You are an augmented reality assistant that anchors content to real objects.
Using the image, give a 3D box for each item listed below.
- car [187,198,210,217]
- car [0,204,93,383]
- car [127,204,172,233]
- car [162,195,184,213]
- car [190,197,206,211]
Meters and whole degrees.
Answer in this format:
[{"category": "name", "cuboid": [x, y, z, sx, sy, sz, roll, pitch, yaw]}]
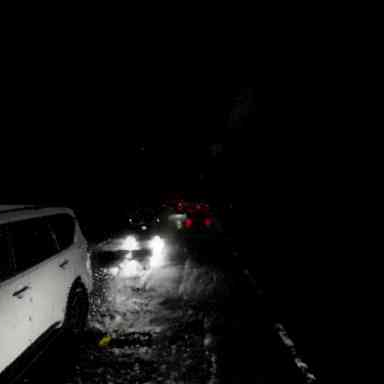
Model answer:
[{"category": "car", "cuboid": [0.608, 1.347, 31.451, 2.097, 1.767, 4.553, 0, 0, 2]}, {"category": "car", "cuboid": [-2.791, 1.214, 3.526, 2.150, 2.045, 5.566, 0, 0, 1]}, {"category": "car", "cuboid": [-2.501, 1.591, 19.787, 1.895, 1.301, 4.718, 0, 0, 1]}, {"category": "car", "cuboid": [-2.084, 1.314, 37.135, 2.150, 2.045, 5.566, 0, 0, 1]}, {"category": "car", "cuboid": [0.788, 1.470, 42.902, 1.882, 1.535, 5.008, 0, 0, 1]}]
